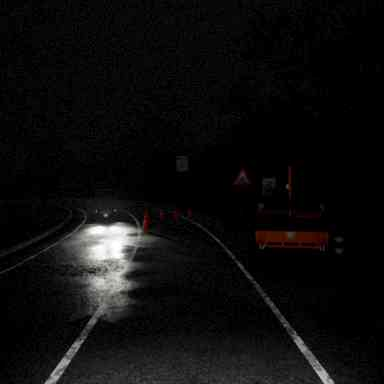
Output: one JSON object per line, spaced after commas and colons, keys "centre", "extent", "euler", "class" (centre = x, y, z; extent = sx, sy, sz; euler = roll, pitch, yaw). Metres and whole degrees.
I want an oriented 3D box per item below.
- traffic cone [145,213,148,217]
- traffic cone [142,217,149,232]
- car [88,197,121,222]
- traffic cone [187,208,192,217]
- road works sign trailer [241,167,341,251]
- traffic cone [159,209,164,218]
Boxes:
{"centre": [-2.563, 1.596, 18.438], "extent": [0.340, 0.580, 0.340], "euler": [-1, 2, -7], "class": "traffic cone"}
{"centre": [-2.314, 1.652, 16.456], "extent": [0.340, 0.580, 0.340], "euler": [-1, 2, -7], "class": "traffic cone"}
{"centre": [-5.859, 1.083, 22.304], "extent": [2.128, 1.511, 4.902], "euler": [-2, 2, -16], "class": "car"}
{"centre": [-0.150, 1.407, 22.840], "extent": [0.340, 0.580, 0.340], "euler": [-1, 2, -2], "class": "traffic cone"}
{"centre": [2.903, 0.638, 9.863], "extent": [2.380, 2.880, 3.560], "euler": [-1, 2, 17], "class": "road works sign trailer"}
{"centre": [-2.072, 1.457, 22.520], "extent": [0.340, 0.580, 0.340], "euler": [-1, 2, -6], "class": "traffic cone"}
